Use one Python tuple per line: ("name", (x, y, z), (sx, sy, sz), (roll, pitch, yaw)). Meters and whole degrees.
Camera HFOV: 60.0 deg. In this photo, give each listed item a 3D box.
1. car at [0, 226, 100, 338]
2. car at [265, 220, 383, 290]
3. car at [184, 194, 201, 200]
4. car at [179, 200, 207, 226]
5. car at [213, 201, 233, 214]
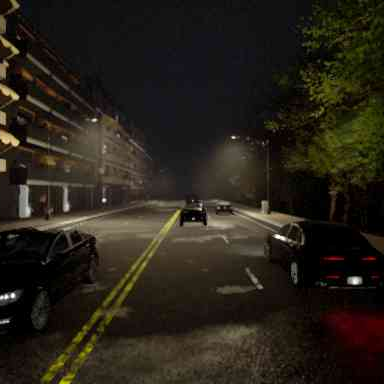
("car", (-3.334, 1.511, 6.876), (2.128, 1.511, 4.902), (0, 0, 0))
("car", (3.322, 1.534, 9.176), (1.837, 1.490, 4.892), (0, 0, 0))
("car", (0.093, 1.377, 48.758), (2.150, 2.045, 5.566), (0, -1, 0))
("car", (0.096, 1.566, 24.252), (2.128, 1.511, 4.902), (0, 0, 0))
("car", (3.346, 1.662, 36.286), (2.033, 1.411, 5.357), (0, 0, 0))
